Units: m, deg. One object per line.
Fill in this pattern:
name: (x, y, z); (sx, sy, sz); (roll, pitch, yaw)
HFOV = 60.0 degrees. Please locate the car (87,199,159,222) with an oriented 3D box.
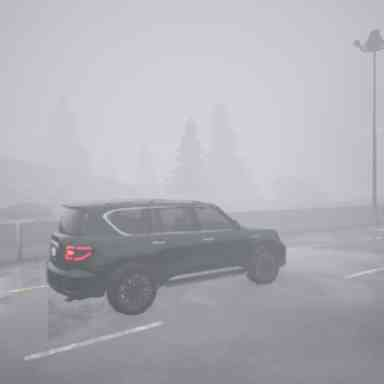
car: (-5.238, 1.346, 25.400); (4.902, 1.511, 2.128); (-1, 0, -31)

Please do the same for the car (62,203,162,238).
car: (-4.194, 1.405, 17.810); (4.892, 1.490, 1.837); (-1, 0, -32)

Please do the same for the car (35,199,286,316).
car: (-0.320, 1.170, 7.627); (5.566, 2.045, 2.150); (-1, 0, -34)

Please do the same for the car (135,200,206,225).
car: (-1.477, 1.369, 23.576); (4.674, 1.442, 1.812); (-1, 0, -30)

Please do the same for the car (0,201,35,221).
car: (-12.834, 1.431, 24.710); (4.674, 1.442, 1.812); (-1, 0, -33)
